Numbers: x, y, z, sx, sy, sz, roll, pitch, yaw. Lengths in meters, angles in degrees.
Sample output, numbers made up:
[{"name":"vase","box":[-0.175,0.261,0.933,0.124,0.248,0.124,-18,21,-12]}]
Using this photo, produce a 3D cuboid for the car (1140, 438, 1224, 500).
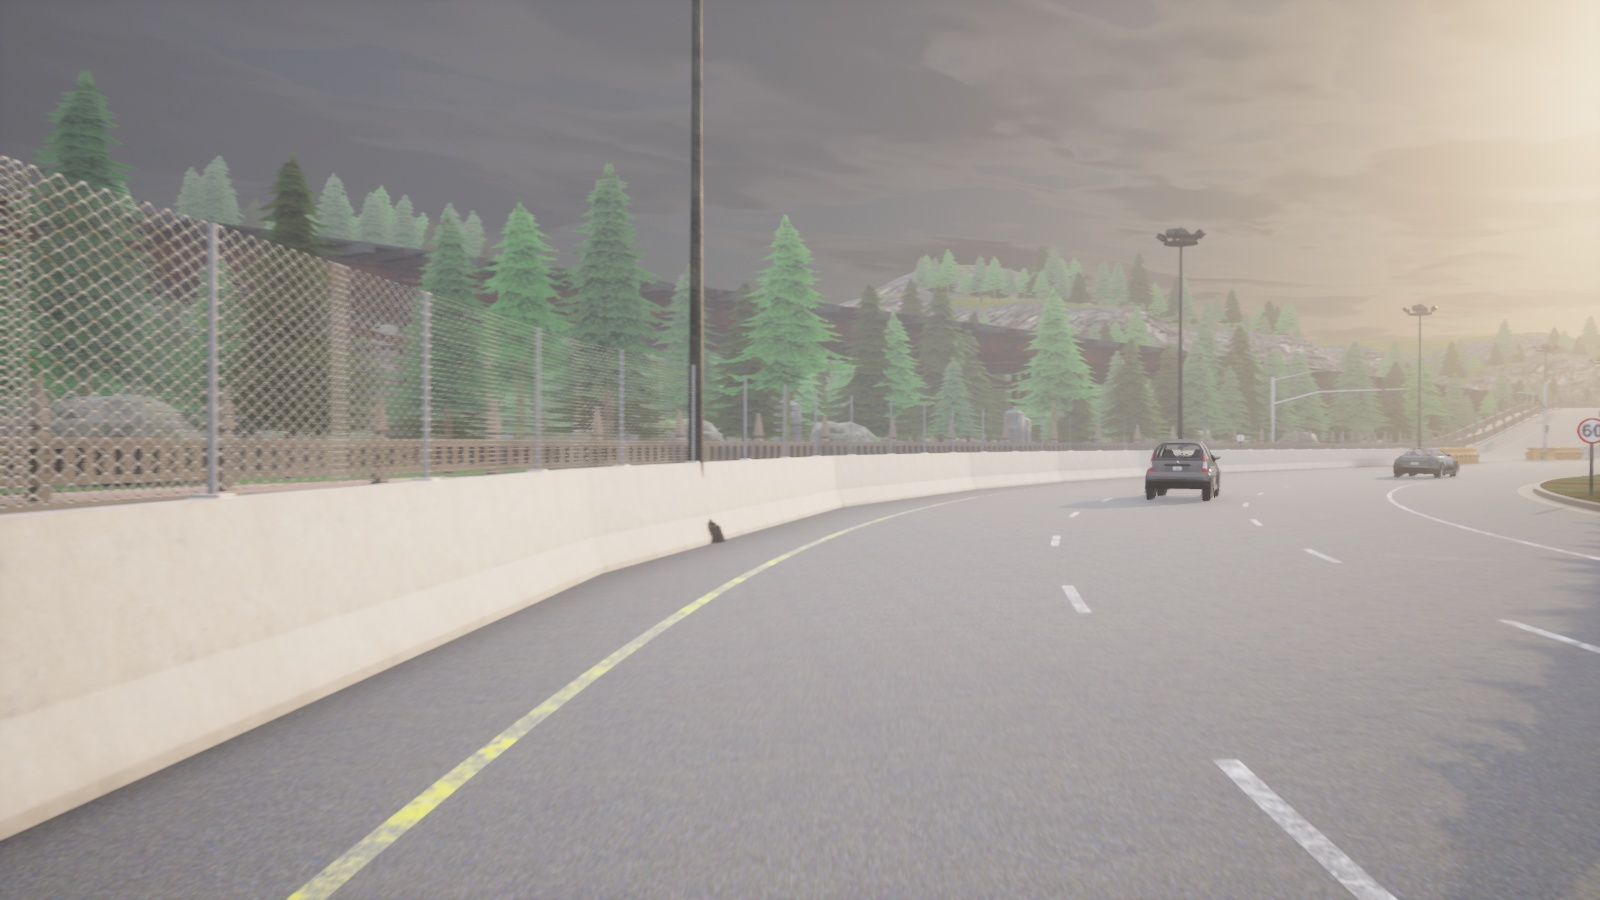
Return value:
[{"name":"car","box":[10.645,0.490,34.804,1.851,1.617,3.988,0,0,22]}]

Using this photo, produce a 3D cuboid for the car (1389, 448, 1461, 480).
[{"name":"car","box":[28.491,0.608,57.189,1.994,1.385,4.181,1,0,40]}]
